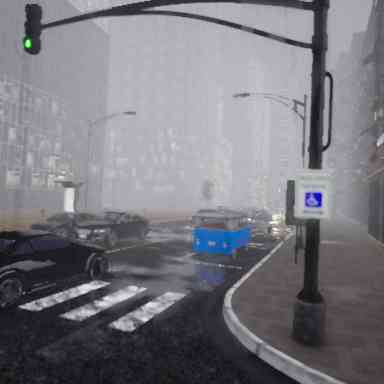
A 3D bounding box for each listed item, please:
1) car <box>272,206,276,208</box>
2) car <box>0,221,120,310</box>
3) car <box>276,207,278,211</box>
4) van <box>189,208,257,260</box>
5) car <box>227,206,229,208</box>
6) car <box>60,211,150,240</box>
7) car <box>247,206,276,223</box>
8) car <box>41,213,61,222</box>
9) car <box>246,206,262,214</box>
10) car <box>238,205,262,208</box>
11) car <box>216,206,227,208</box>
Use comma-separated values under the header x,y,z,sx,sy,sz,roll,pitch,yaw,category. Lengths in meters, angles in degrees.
x,y,z,sx,sy,sz,roll,pitch,yaw,category
17.990,3.968,79.089,1.887,1.381,4.507,2,-1,22,car
-3.901,1.640,8.167,1.994,1.385,4.181,2,-1,22,car
21.990,4.332,89.217,1.752,1.417,4.829,2,-1,22,car
1.419,1.768,14.292,1.690,1.788,3.998,2,-1,22,van
3.781,2.522,43.090,1.967,1.590,4.097,2,-1,22,car
-3.860,1.730,16.708,2.128,1.511,4.902,2,-1,21,car
7.996,2.724,38.288,2.033,1.411,5.357,2,-1,22,car
-6.378,1.705,17.374,1.947,1.339,4.313,2,-1,22,car
11.899,3.397,63.661,2.008,1.369,4.403,2,-1,22,car
8.777,2.907,48.429,2.128,1.511,4.902,2,-1,22,car
1.294,2.216,29.746,1.837,1.490,4.892,2,0,21,car
